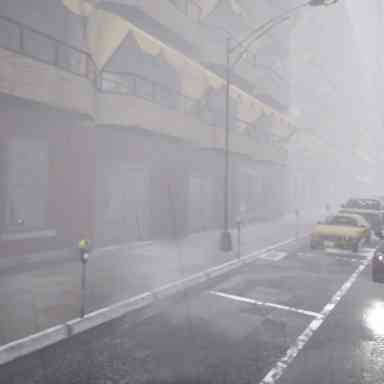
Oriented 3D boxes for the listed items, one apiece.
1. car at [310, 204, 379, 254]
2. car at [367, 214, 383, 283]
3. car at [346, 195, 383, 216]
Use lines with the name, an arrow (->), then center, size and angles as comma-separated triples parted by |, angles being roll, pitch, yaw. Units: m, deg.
car -> 6.046, 1.439, 13.275 | 1.752, 1.417, 4.829 | 2, 2, 35
car -> 6.059, 1.467, 8.870 | 1.812, 1.442, 4.674 | 0, 1, 34
car -> 9.322, 1.200, 17.940 | 2.192, 1.841, 5.009 | 2, 2, 35
